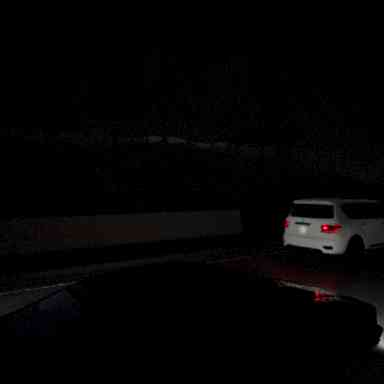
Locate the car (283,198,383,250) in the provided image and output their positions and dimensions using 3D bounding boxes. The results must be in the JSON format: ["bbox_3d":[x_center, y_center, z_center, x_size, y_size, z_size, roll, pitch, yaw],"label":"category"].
[{"bbox_3d":[5.686,1.243,11.832,5.566,2.045,2.150,0,0,-34],"label":"car"}]

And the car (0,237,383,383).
[{"bbox_3d":[-0.061,1.551,3.673,5.357,1.411,2.033,0,0,-35],"label":"car"}]
